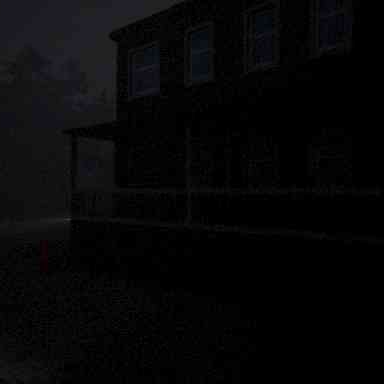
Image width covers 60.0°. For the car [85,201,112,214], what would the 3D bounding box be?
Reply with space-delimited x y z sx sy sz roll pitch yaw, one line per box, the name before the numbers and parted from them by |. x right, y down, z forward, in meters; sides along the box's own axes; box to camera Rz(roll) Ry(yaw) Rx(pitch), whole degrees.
car | -7.045 1.497 29.904 2.033 1.411 5.357 0 0 36
